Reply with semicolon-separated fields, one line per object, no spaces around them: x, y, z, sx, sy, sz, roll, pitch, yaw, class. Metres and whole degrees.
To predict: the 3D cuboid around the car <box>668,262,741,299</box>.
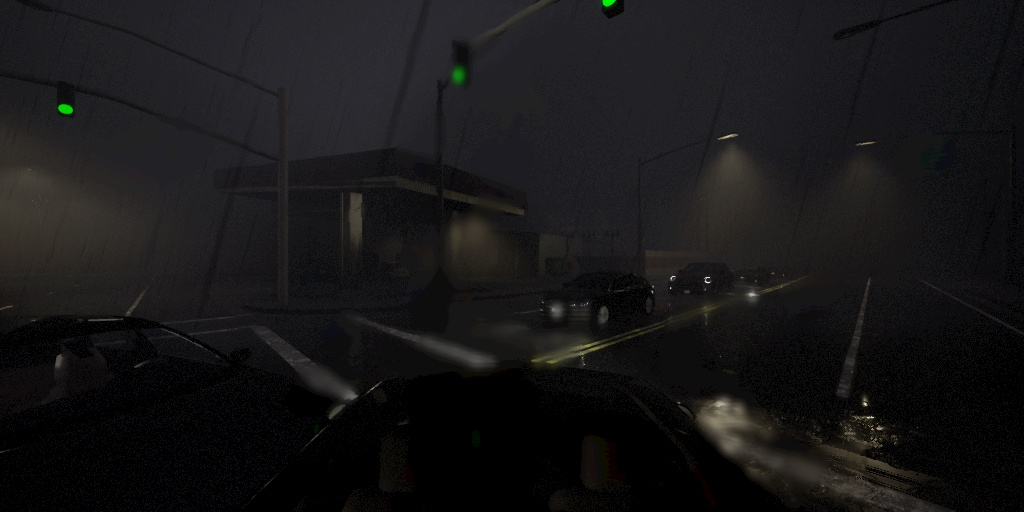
9.797;1.102;18.374;4.553;1.767;2.097;0;0;-45;car

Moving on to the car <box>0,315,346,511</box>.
-3.410;1.242;2.566;4.902;1.511;2.128;0;0;15;car

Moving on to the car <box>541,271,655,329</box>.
2.930;1.255;11.557;1.837;1.490;4.892;0;0;45;car

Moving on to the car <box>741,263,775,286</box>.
16.753;1.314;25.256;1.994;1.385;4.181;0;0;44;car

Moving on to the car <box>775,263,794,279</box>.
23.916;1.314;32.280;4.181;1.385;1.994;0;0;-44;car
